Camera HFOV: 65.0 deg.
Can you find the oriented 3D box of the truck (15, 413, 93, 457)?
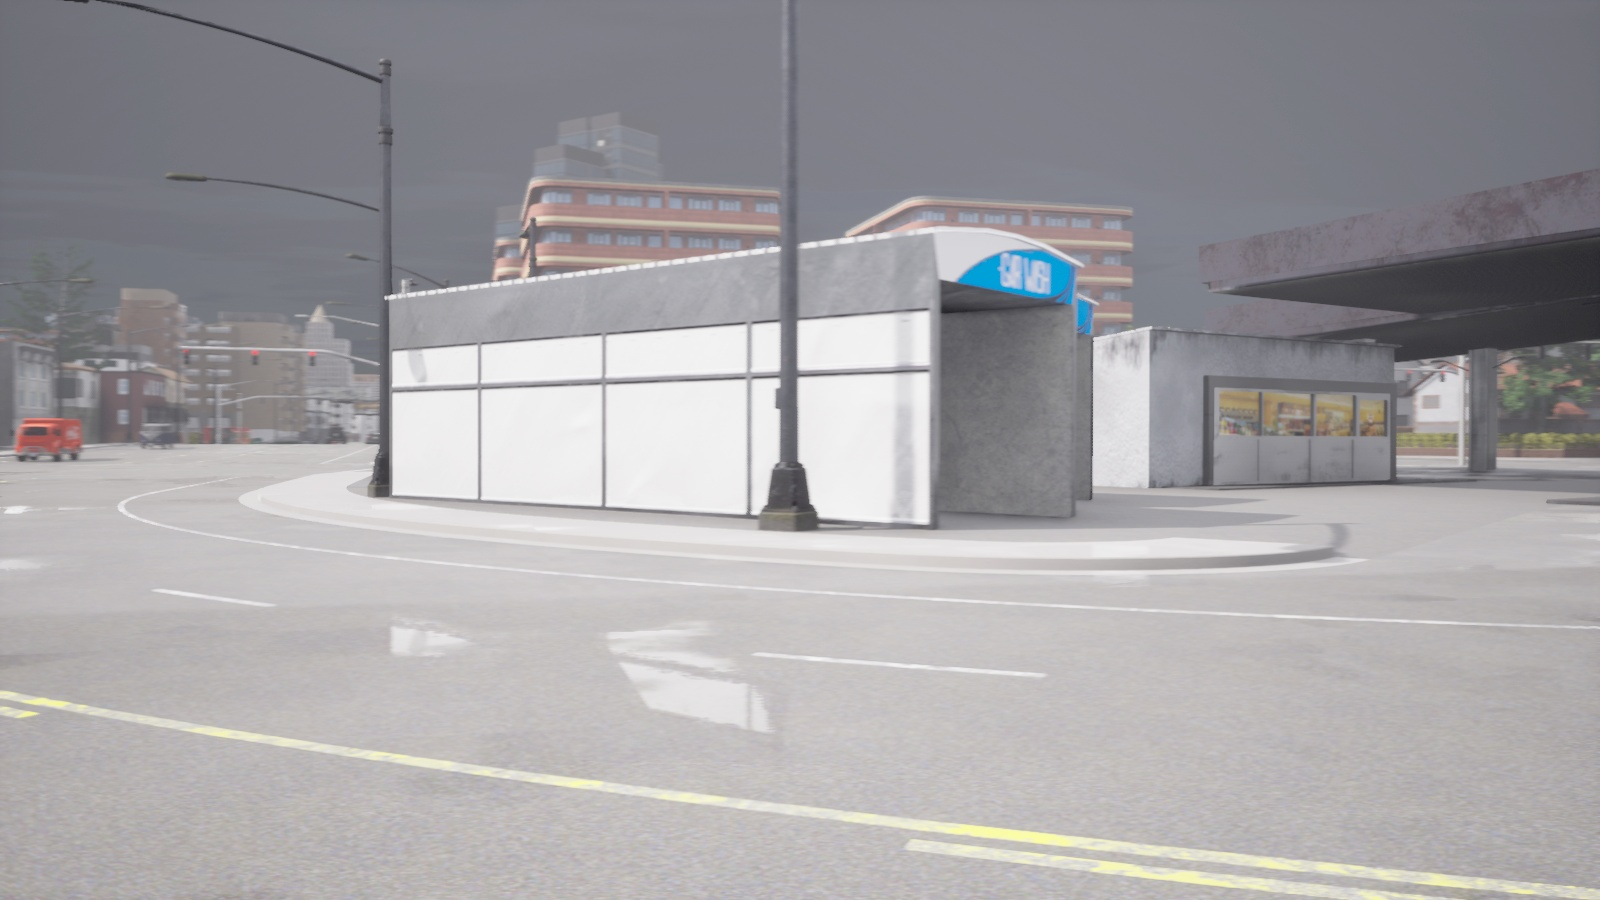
[{"bbox_3d":[-43.716,-0.915,73.719,2.627,2.467,5.204,0,1,-15],"label":"truck"}]
